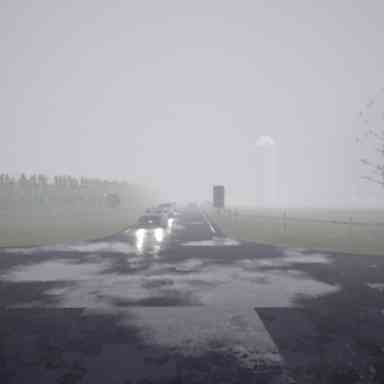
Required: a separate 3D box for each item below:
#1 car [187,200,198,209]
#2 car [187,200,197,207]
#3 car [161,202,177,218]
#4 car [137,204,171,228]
[{"bbox_3d":[0.085,2.174,55.938,2.033,1.411,5.357,0,-1,0],"label":"car"},{"bbox_3d":[-0.022,2.279,66.387,1.812,1.442,4.674,0,-1,0],"label":"car"},{"bbox_3d":[-2.851,1.911,35.239,1.812,1.442,4.674,0,-1,0],"label":"car"},{"bbox_3d":[-2.820,1.828,24.481,1.994,1.385,4.181,0,-1,-1],"label":"car"}]
